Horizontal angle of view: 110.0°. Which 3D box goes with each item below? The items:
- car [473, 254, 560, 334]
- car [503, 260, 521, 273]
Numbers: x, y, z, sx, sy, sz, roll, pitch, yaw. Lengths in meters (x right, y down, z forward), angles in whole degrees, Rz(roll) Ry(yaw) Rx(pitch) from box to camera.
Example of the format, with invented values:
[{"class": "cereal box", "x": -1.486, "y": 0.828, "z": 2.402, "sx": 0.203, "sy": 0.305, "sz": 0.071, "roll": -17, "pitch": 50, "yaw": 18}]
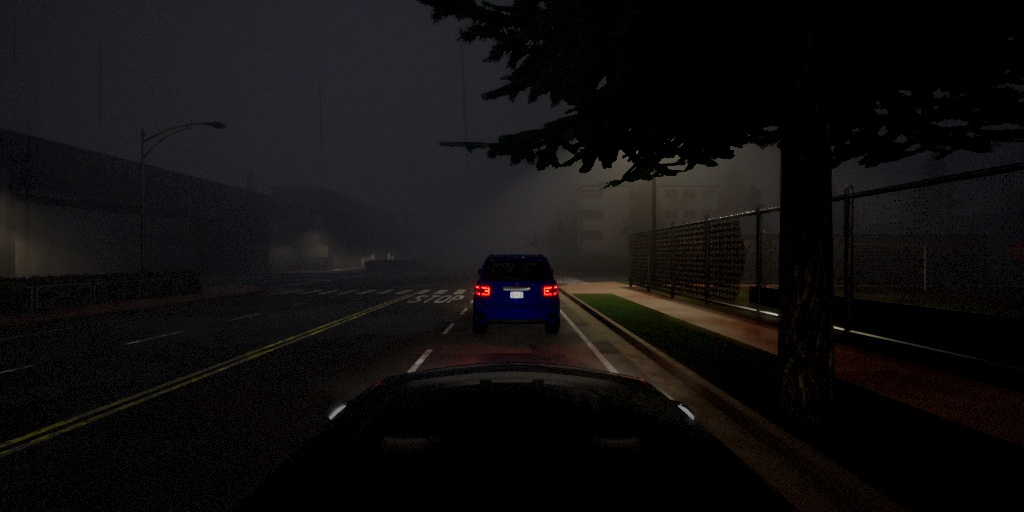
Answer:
[{"class": "car", "x": 0.113, "y": 0.972, "z": 10.780, "sx": 2.150, "sy": 2.045, "sz": 5.566, "roll": 0, "pitch": 0, "yaw": 0}, {"class": "car", "x": 0.015, "y": 1.241, "z": 45.649, "sx": 2.128, "sy": 1.511, "sz": 4.902, "roll": 0, "pitch": 0, "yaw": 0}]
